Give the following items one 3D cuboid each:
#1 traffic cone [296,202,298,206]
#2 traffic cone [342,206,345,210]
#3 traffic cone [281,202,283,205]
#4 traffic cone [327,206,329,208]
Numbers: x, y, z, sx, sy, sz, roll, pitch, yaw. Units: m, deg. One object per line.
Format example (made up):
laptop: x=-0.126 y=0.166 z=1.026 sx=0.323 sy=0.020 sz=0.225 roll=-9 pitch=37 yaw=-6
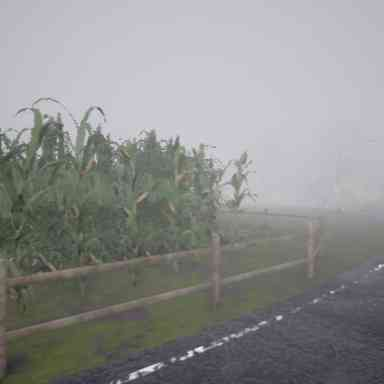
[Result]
traffic cone: x=17.781 y=2.019 z=56.132 sx=0.340 sy=0.580 sz=0.340 roll=0 pitch=0 yaw=-13
traffic cone: x=19.106 y=2.004 z=41.933 sx=0.340 sy=0.580 sz=0.340 roll=0 pitch=0 yaw=3
traffic cone: x=16.467 y=2.022 z=60.716 sx=0.340 sy=0.580 sz=0.340 roll=0 pitch=0 yaw=-19
traffic cone: x=19.106 y=2.017 z=46.701 sx=0.340 sy=0.580 sz=0.340 roll=0 pitch=0 yaw=-3
